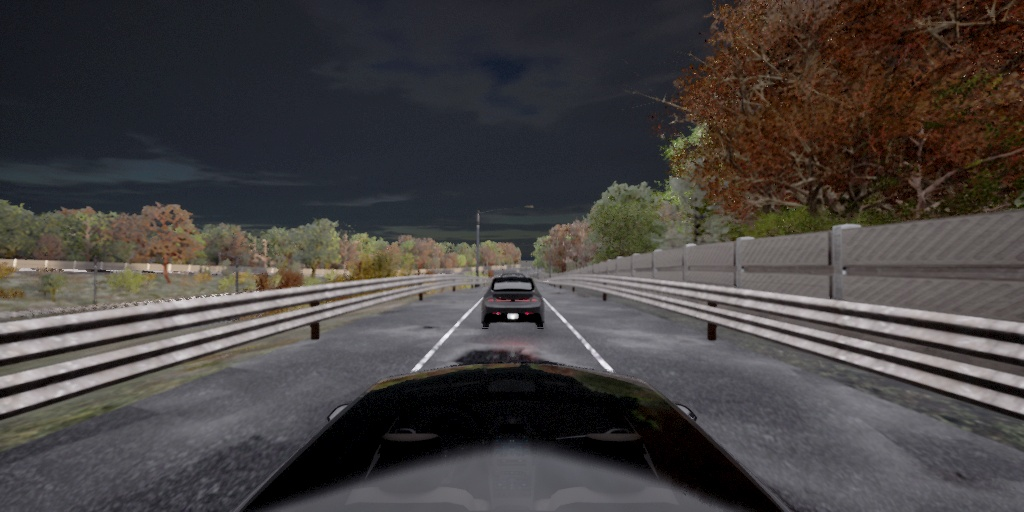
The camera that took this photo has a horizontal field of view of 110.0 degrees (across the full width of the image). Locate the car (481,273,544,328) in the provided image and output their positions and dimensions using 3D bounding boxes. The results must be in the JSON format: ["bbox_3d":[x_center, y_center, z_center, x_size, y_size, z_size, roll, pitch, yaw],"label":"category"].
[{"bbox_3d":[0.025,1.444,12.091,1.837,1.490,4.892,0,-2,0],"label":"car"}]
